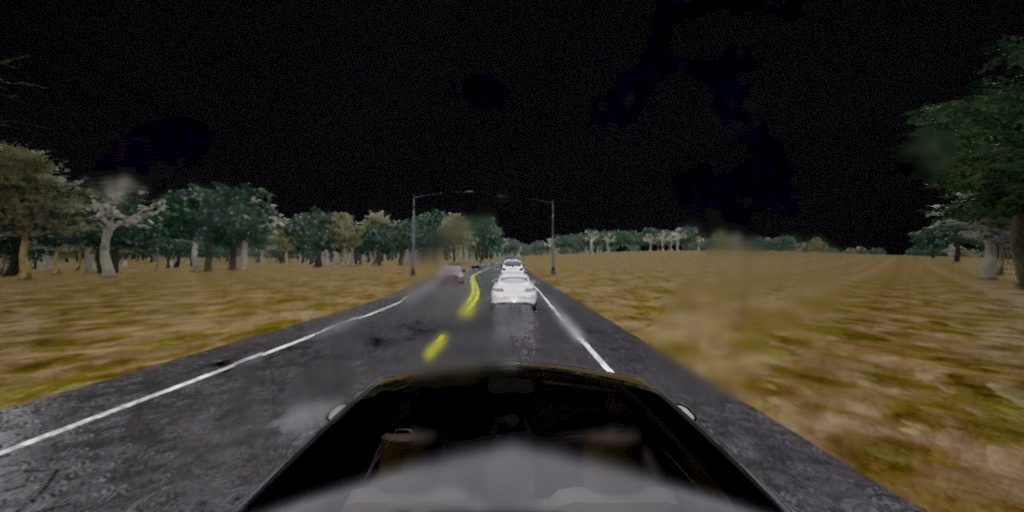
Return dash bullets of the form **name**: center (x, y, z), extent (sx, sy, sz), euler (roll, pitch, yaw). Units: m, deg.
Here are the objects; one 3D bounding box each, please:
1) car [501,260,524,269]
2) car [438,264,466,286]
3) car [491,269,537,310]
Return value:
- **car**: center (0.082, 1.439, 36.397), extent (2.150, 2.045, 5.566), euler (0, -1, 0)
- **car**: center (-4.920, 1.489, 29.684), extent (2.097, 1.767, 4.553), euler (0, -1, -7)
- **car**: center (0.089, 1.471, 15.781), extent (1.812, 1.442, 4.674), euler (0, -1, 0)
